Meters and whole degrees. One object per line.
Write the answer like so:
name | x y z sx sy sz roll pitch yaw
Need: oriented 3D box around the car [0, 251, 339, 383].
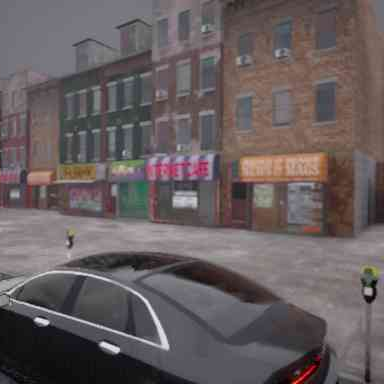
car | -0.935 1.480 3.949 4.892 1.490 1.837 1 0 36
